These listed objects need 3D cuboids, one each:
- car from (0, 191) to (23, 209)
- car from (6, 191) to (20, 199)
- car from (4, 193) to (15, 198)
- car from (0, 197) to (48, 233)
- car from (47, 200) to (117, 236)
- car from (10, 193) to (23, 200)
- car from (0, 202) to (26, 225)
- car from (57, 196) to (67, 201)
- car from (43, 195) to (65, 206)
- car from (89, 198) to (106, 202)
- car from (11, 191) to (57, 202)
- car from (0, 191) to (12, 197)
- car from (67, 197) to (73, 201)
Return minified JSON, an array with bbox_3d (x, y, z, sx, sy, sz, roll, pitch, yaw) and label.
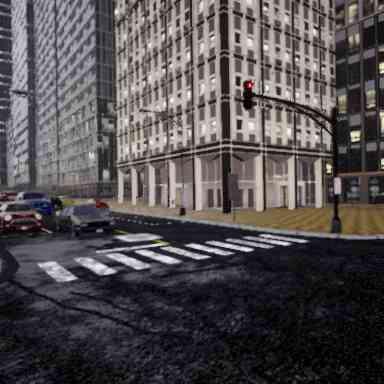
[{"bbox_3d":[-22.175,0.899,40.484,2.150,2.045,5.566,-1,1,-35],"label":"car"},{"bbox_3d":[-41.950,0.670,77.931,2.192,1.841,5.009,0,0,-36],"label":"car"},{"bbox_3d":[-45.203,0.888,82.463,1.947,1.339,4.313,0,0,-36],"label":"car"},{"bbox_3d":[-9.709,1.298,18.623,1.967,1.590,4.097,1,0,-36],"label":"car"},{"bbox_3d":[-5.843,1.392,17.652,2.033,1.411,5.357,-1,1,-36],"label":"car"},{"bbox_3d":[-38.700,0.933,73.400,1.887,1.381,4.507,0,0,-36],"label":"car"},{"bbox_3d":[-12.960,1.407,23.152,1.802,1.307,4.206,1,0,-36],"label":"car"},{"bbox_3d":[-15.729,1.182,36.918,1.837,1.490,4.892,-1,1,-36],"label":"car"},{"bbox_3d":[-19.192,1.154,46.212,1.947,1.339,4.313,0,0,-36],"label":"car"},{"bbox_3d":[-9.438,1.270,32.617,1.802,1.307,4.206,0,0,-36],"label":"car"},{"bbox_3d":[-13.663,0.988,28.549,2.150,2.045,5.566,-1,1,-36],"label":"car"},{"bbox_3d":[-16.208,1.106,27.682,2.192,1.841,5.009,1,0,-36],"label":"car"},{"bbox_3d":[-16.039,1.145,41.819,1.752,1.417,4.829,0,0,-36],"label":"car"}]
